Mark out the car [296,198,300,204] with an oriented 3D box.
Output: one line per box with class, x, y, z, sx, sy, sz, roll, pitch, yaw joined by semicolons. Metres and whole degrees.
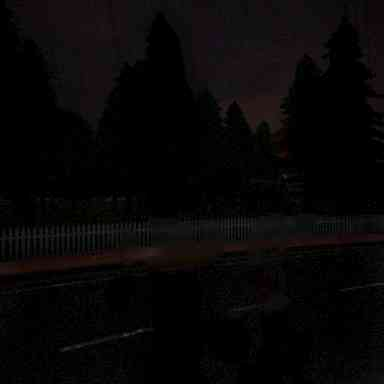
car;20.639;1.603;61.957;2.033;1.411;5.357;0;0;-3
